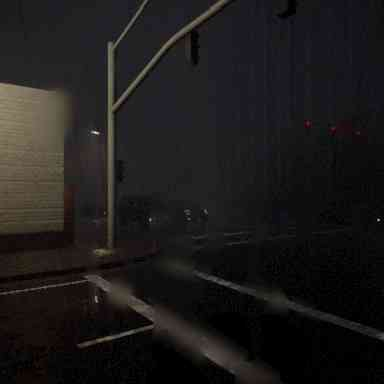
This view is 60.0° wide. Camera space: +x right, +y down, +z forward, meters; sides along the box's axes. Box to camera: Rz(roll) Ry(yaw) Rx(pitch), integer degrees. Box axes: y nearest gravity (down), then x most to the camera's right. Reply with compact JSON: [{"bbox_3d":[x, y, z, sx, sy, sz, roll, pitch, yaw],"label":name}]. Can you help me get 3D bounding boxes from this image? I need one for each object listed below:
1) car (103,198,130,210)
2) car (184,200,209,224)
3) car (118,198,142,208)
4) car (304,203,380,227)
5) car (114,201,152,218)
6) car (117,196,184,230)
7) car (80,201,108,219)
[{"bbox_3d":[-10.160,1.581,44.472,1.812,1.442,4.674,0,0,-36],"label":"car"},{"bbox_3d":[-0.759,1.407,25.034,2.097,1.767,4.553,0,0,-36],"label":"car"},{"bbox_3d":[-9.168,1.581,49.143,1.812,1.442,4.674,0,0,-33],"label":"car"},{"bbox_3d":[10.291,1.559,23.166,4.892,1.490,1.837,0,3,43],"label":"car"},{"bbox_3d":[-5.780,1.619,32.062,1.994,1.385,4.181,0,0,-35],"label":"car"},{"bbox_3d":[-3.126,1.277,22.321,2.150,2.045,5.566,0,0,-36],"label":"car"},{"bbox_3d":[-8.593,1.619,29.985,1.994,1.385,4.181,0,0,-35],"label":"car"}]
